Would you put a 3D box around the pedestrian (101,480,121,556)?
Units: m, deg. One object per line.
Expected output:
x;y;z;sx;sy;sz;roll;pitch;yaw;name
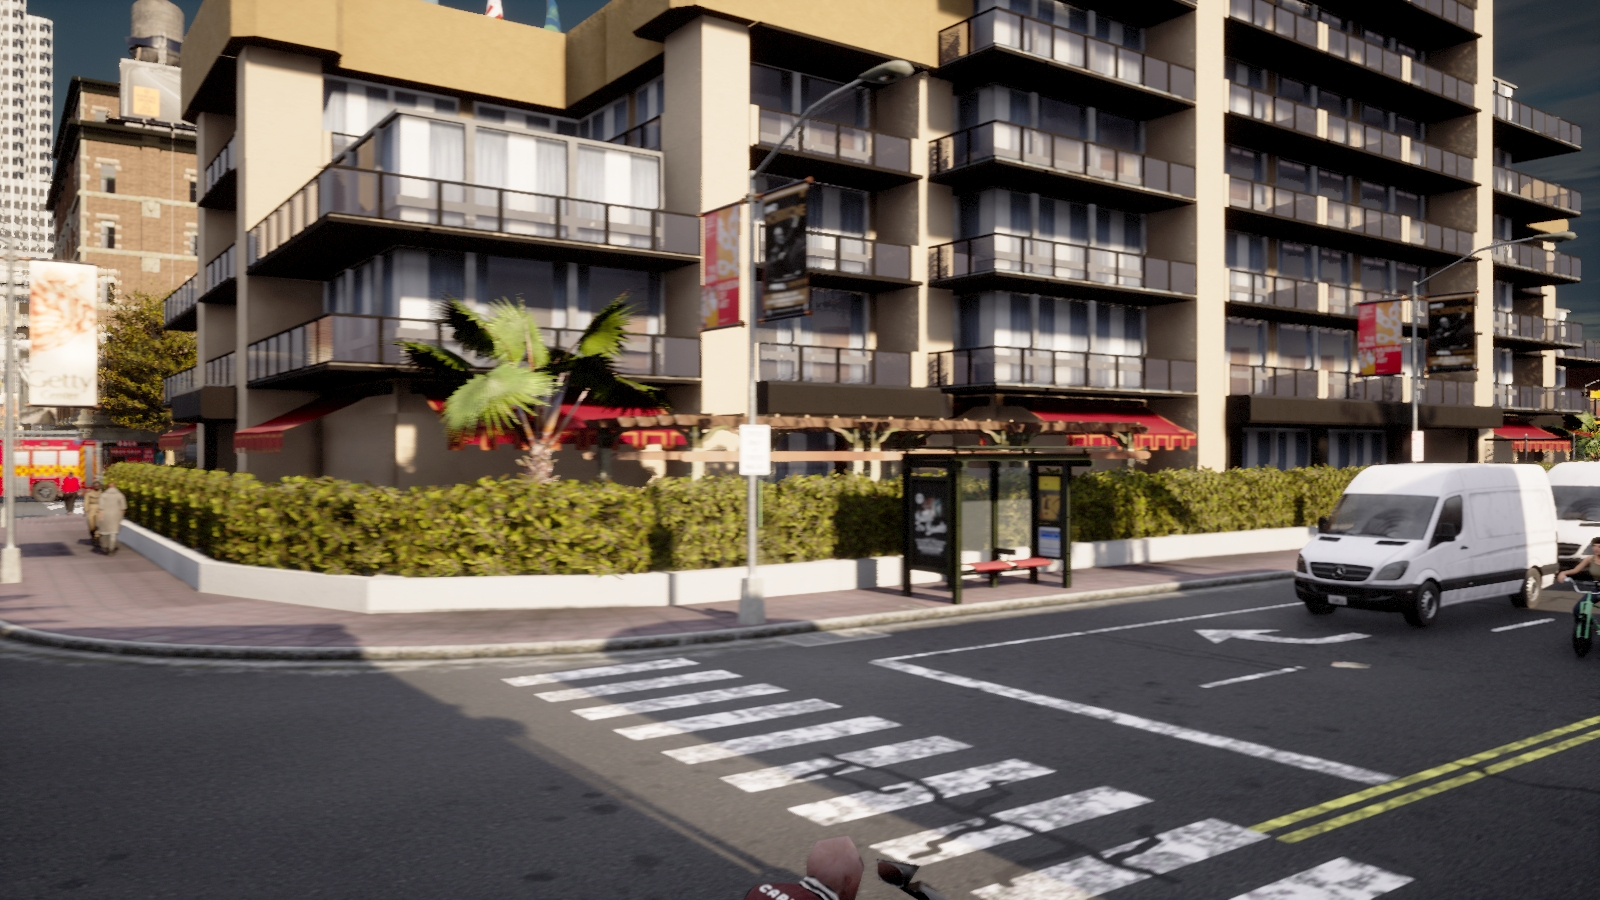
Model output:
-17.192;1.696;28.494;0.375;1.860;0.375;0;0;-38;pedestrian

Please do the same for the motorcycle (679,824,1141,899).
0.073;2.205;3.830;2.209;1.251;0.867;0;0;-35;motorcycle

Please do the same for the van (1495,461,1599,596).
17.312;1.534;24.452;5.915;2.561;1.988;0;0;-35;van

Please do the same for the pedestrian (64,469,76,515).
-29.580;1.696;46.293;0.375;1.860;0.375;0;0;-30;pedestrian

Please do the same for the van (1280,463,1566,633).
11.042;1.534;20.053;5.915;2.561;1.988;0;0;-35;van

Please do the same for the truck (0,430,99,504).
-42.534;0.890;60.727;8.468;3.827;2.891;0;0;-12;truck

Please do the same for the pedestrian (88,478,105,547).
-19.162;1.698;31.120;0.375;1.860;0.375;0;0;-37;pedestrian
